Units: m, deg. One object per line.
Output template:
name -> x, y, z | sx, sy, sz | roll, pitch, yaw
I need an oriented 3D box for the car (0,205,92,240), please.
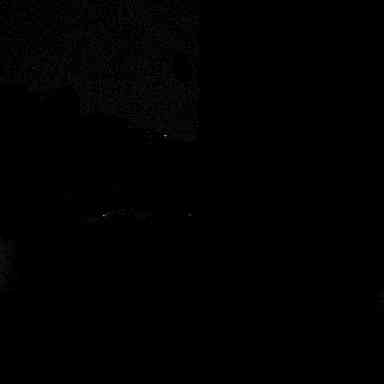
car -> -8.668, 1.658, 19.055 | 2.192, 1.841, 5.009 | -1, -2, 36

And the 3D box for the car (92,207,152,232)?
car -> -5.336, 1.973, 23.693 | 1.752, 1.417, 4.829 | -1, -2, 36

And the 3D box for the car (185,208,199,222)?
car -> 1.031, 2.214, 32.564 | 1.947, 1.339, 4.313 | -1, -2, 36
